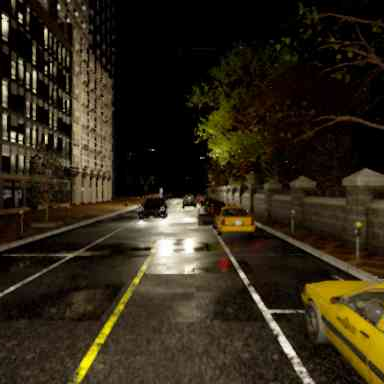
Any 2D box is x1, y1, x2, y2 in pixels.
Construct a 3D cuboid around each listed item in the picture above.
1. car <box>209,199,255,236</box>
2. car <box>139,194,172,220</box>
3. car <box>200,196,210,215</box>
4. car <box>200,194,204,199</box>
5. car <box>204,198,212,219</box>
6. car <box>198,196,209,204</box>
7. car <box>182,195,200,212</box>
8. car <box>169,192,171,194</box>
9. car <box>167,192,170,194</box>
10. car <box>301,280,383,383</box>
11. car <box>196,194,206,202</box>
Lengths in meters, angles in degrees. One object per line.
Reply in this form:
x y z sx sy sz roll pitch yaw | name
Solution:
2.134 1.406 18.057 1.801 1.575 5.366 0 0 -1 | car
-3.039 1.276 27.141 2.097 1.767 4.553 0 0 -1 | car
2.266 1.460 36.600 1.947 1.339 4.313 0 0 -1 | car
2.140 1.426 47.699 1.947 1.339 4.313 0 0 -1 | car
2.329 1.493 31.051 1.802 1.307 4.206 0 0 -1 | car
2.014 1.406 58.798 1.802 1.307 4.206 0 0 -1 | car
-0.317 1.420 43.692 2.033 1.411 5.357 0 0 0 | car
-6.183 1.046 86.500 2.192 1.841 5.009 0 0 -1 | car
-6.136 1.314 69.708 1.752 1.417 4.829 0 0 -1 | car
2.561 1.516 3.479 1.752 1.417 4.829 0 0 0 | car
1.887 1.227 69.896 1.967 1.590 4.097 0 0 -1 | car
